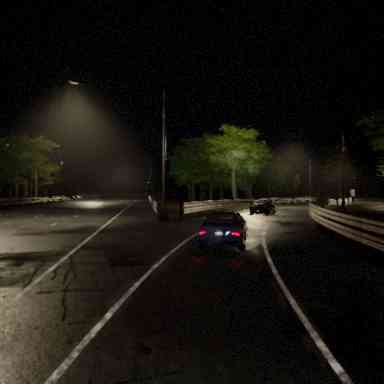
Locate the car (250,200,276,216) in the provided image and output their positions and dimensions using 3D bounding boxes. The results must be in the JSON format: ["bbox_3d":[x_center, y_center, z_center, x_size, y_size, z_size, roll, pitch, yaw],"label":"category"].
[{"bbox_3d":[7.003,1.531,32.721,2.128,1.511,4.902,0,0,23],"label":"car"}]

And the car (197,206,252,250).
[{"bbox_3d":[1.444,1.559,14.567,2.033,1.411,5.357,0,0,11],"label":"car"}]
